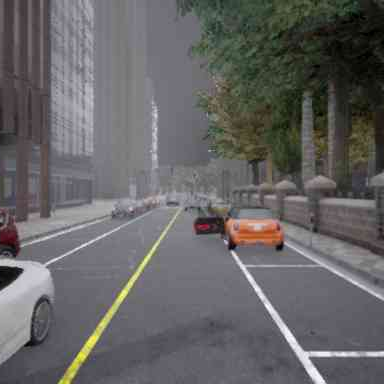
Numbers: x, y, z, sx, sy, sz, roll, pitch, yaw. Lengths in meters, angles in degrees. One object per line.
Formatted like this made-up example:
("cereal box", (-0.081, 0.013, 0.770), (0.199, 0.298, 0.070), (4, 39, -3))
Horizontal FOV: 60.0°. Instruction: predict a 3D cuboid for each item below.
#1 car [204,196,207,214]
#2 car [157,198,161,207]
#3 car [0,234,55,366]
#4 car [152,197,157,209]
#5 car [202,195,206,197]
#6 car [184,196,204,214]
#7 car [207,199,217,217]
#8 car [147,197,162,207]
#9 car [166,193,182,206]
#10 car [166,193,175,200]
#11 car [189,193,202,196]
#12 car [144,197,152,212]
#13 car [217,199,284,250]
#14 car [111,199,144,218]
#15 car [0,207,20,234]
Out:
("car", (2.782, 1.509, 40.047), (1.947, 1.339, 4.313), (0, 0, 0))
("car", (-5.741, 1.378, 45.506), (1.967, 1.590, 4.097), (0, 0, 0))
("car", (-3.086, 1.519, 3.591), (1.812, 1.442, 4.674), (0, 0, 0))
("car", (-5.743, 1.489, 40.049), (1.887, 1.381, 4.507), (0, 0, 0))
("car", (2.803, 1.341, 82.929), (1.967, 1.590, 4.097), (0, 0, 0))
("car", (0.076, 1.491, 39.660), (2.033, 1.411, 5.357), (0, 0, 0))
("car", (2.779, 1.475, 34.761), (1.752, 1.417, 4.829), (0, 0, 0))
("car", (-5.738, 1.457, 50.793), (1.752, 1.417, 4.829), (0, 0, 0))
("car", (-2.984, 1.408, 52.078), (1.882, 1.535, 5.008), (0, 0, 0))
("car", (-5.720, 1.212, 88.371), (2.192, 1.841, 5.009), (0, 0, 0))
("car", (0.087, 1.282, 51.656), (2.097, 1.767, 4.553), (0, 0, 2))
("car", (-5.746, 1.502, 34.592), (2.008, 1.369, 4.403), (0, 0, 0))
("car", (2.393, 1.328, 14.282), (2.097, 1.767, 4.553), (0, 0, 0))
("car", (-5.748, 1.398, 29.135), (1.967, 1.590, 4.097), (0, 0, 0))
("car", (-5.759, 1.303, 7.307), (2.192, 1.841, 5.009), (0, 0, 0))
